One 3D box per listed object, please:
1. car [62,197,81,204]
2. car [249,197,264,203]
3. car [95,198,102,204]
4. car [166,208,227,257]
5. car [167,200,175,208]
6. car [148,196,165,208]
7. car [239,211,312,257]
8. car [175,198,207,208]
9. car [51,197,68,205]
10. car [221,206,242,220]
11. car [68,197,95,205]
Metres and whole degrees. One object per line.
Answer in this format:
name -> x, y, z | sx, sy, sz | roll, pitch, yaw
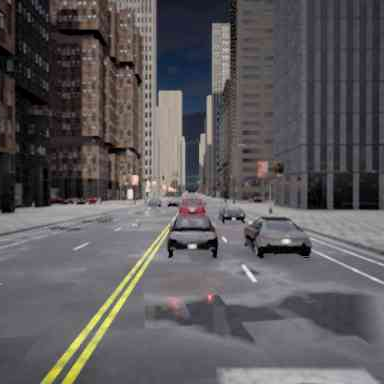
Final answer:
car -> -30.087, 2.127, 82.899 | 4.097, 1.590, 1.967 | 0, 1, 0
car -> 16.753, 2.024, 85.992 | 4.097, 1.590, 1.967 | 0, 0, 0
car -> -24.662, 2.108, 82.897 | 4.097, 1.590, 1.967 | 0, 1, 0
car -> 0.037, 1.617, 13.505 | 2.128, 1.511, 4.902 | 0, 0, 1
car -> -3.265, 2.076, 57.773 | 1.895, 1.301, 4.718 | 0, 0, 1
car -> -6.506, 1.834, 58.843 | 2.097, 1.767, 4.553 | 0, 0, 1
car -> 3.285, 1.689, 13.490 | 1.994, 1.385, 4.181 | 0, 0, 1
car -> 0.037, 1.470, 27.587 | 2.150, 2.045, 5.566 | 0, 0, 0
car -> -30.092, 2.063, 74.372 | 5.009, 1.841, 2.192 | 0, 1, 0
car -> 3.295, 1.851, 28.226 | 1.895, 1.301, 4.718 | 0, 0, 1
car -> -24.665, 2.294, 74.374 | 4.313, 1.339, 1.947 | 0, 1, 0
